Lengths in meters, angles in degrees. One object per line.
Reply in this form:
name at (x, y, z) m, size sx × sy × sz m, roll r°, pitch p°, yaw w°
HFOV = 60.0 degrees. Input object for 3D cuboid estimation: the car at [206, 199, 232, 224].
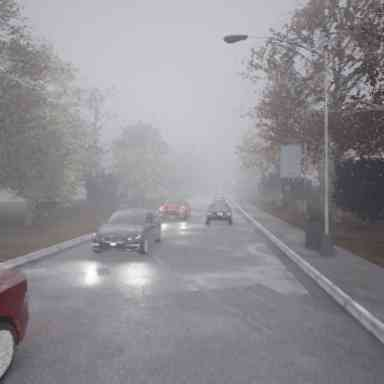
car at (1.997, 1.496, 24.655) m, size 2.033 × 1.411 × 5.357 m, roll 1°, pitch 0°, yaw 4°

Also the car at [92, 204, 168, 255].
car at (-2.379, 1.446, 13.246) m, size 1.837 × 1.490 × 4.892 m, roll 1°, pitch 0°, yaw 5°

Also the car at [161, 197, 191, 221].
car at (-1.296, 1.237, 26.431) m, size 2.097 × 1.767 × 4.553 m, roll 1°, pitch 0°, yaw 5°

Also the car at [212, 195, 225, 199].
car at (4.004, 1.191, 49.431) m, size 2.128 × 1.511 × 4.902 m, roll 1°, pitch 1°, yaw 5°

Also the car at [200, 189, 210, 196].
car at (3.066, 0.281, 79.205) m, size 2.150 × 2.045 × 5.566 m, roll 1°, pitch 1°, yaw 5°

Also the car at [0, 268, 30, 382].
car at (-3.209, 1.424, 2.421) m, size 1.882 × 1.535 × 5.008 m, roll 1°, pitch 0°, yaw 3°
